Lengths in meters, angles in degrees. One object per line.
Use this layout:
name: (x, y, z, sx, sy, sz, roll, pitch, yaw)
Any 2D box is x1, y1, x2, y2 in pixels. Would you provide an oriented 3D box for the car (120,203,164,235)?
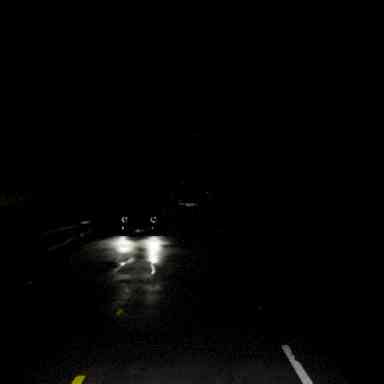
car: (-2.839, 1.476, 19.711, 2.097, 1.767, 4.553, 0, 0, 0)
